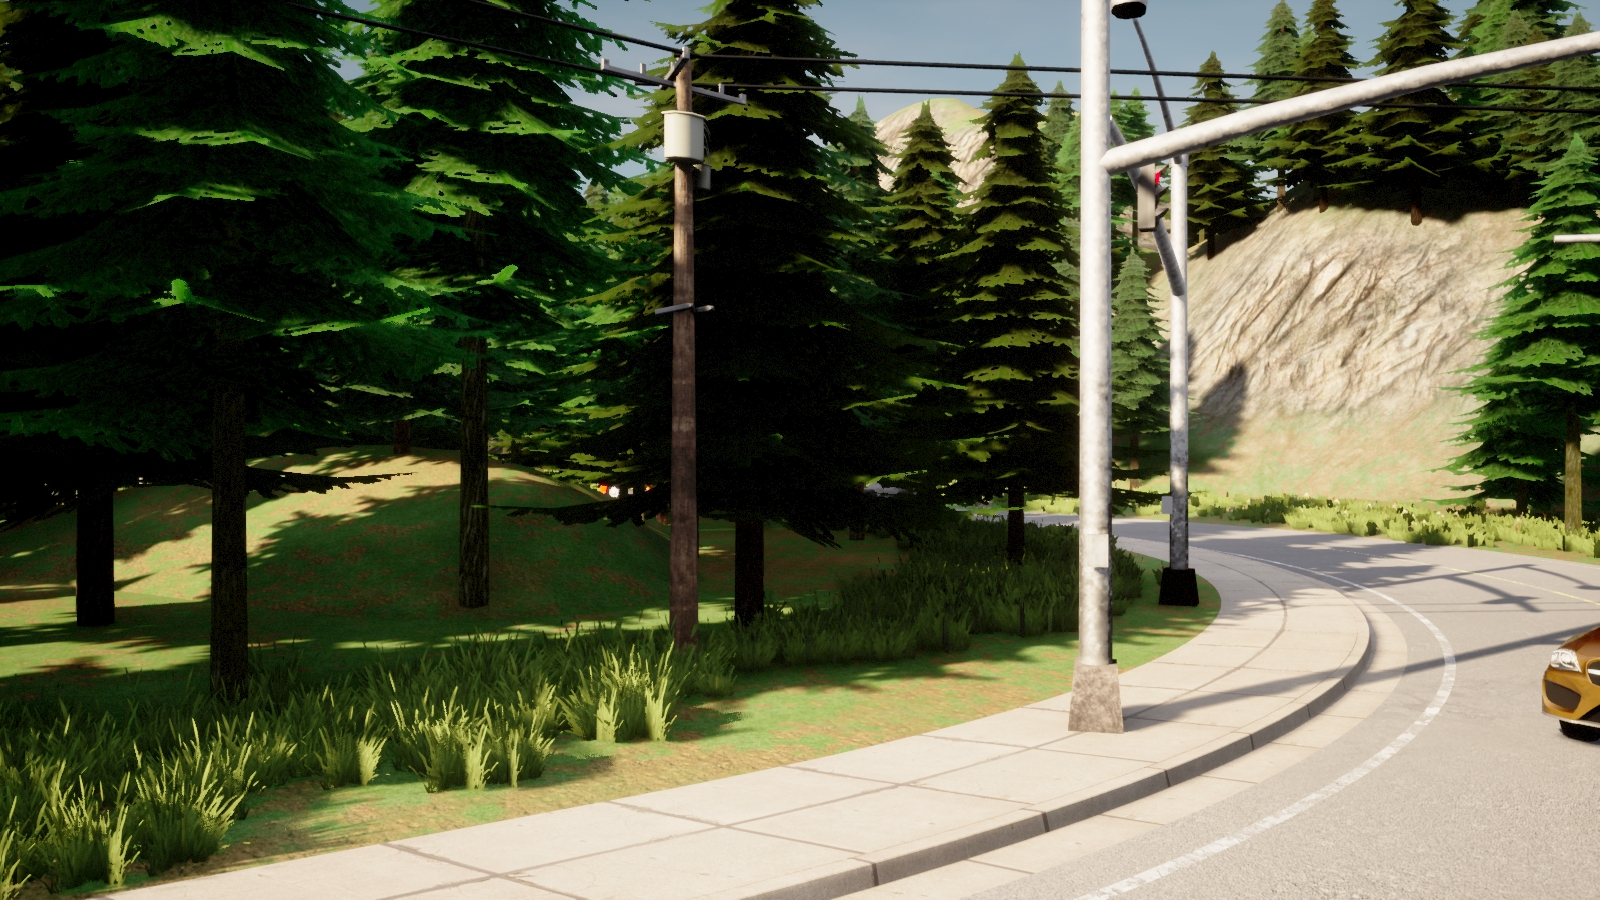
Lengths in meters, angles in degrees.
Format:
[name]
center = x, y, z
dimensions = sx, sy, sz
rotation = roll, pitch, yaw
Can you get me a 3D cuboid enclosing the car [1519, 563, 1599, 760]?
[car]
center = 9.577, 1.970, 11.147
dimensions = 5.027, 1.651, 2.152
rotation = 0, 0, -29
